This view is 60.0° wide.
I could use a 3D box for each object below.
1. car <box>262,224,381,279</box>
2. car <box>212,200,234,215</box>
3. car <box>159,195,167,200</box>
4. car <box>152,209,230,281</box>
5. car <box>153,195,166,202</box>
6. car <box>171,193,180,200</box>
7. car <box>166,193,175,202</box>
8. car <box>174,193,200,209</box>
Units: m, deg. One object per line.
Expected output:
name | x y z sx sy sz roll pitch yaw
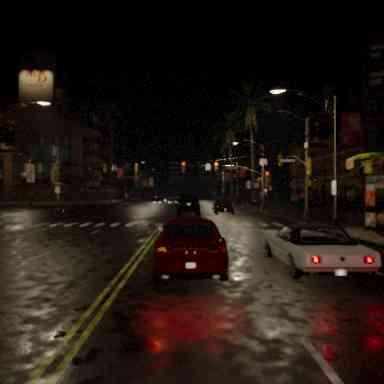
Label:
car | 3.460 1.597 9.967 1.895 1.301 4.718 0 0 0
car | 3.187 1.520 34.376 1.812 1.442 4.674 0 0 -1
car | -8.146 1.522 93.633 1.812 1.442 4.674 0 0 -1
car | -0.041 1.477 9.869 1.882 1.535 5.008 0 0 0
car | -7.939 1.539 77.340 2.033 1.411 5.357 0 0 -1
car | -4.647 1.221 94.097 2.150 2.045 5.566 0 0 -1
car | -4.445 1.352 77.895 2.097 1.767 4.553 0 0 -1
car | -0.418 1.219 32.372 2.150 2.045 5.566 0 0 -3
